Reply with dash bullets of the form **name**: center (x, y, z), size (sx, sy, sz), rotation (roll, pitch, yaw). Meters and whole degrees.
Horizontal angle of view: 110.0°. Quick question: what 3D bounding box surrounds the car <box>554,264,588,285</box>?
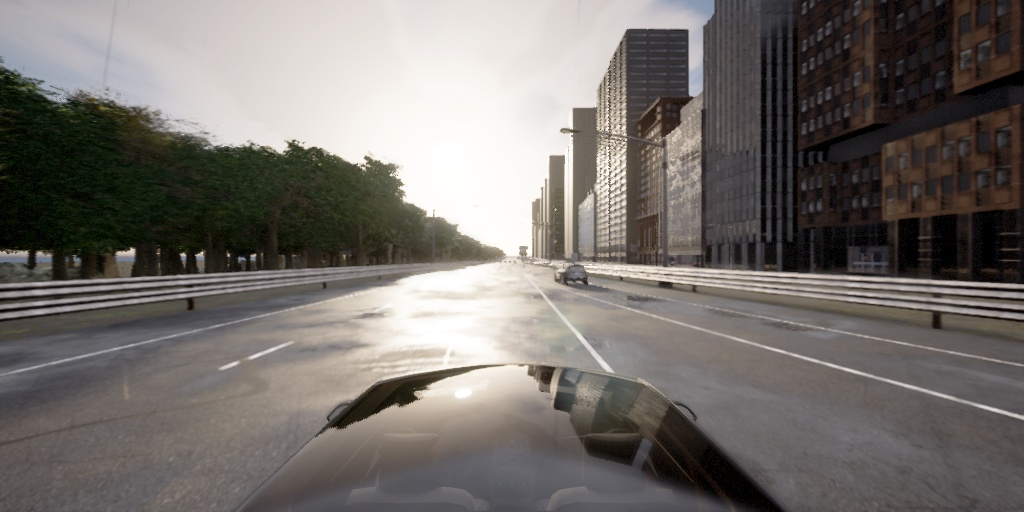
- **car**: center (4.713, 1.431, 29.104), size (2.033, 1.649, 4.856), rotation (0, 0, -5)
